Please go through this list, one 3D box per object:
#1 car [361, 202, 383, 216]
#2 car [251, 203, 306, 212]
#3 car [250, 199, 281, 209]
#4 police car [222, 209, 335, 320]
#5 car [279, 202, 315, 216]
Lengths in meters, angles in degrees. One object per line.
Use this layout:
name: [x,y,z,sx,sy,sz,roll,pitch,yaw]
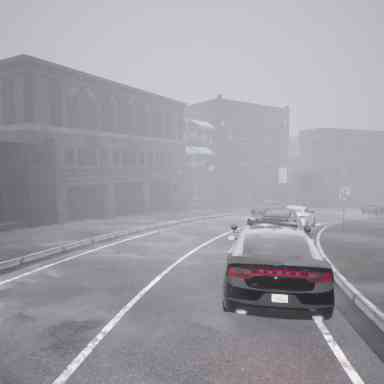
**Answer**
car: [22.138,1.991,39.580,4.902,1.511,2.128,2,3,-33]
car: [4.437,1.543,16.613,1.837,1.490,4.892,2,0,22]
car: [6.968,1.460,30.104,1.837,1.490,4.892,3,1,37]
police car: [1.817,1.432,7.637,1.930,1.638,5.238,1,0,10]
car: [6.860,1.606,21.757,1.812,1.442,4.674,2,1,29]
